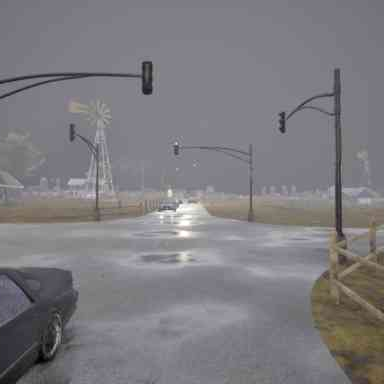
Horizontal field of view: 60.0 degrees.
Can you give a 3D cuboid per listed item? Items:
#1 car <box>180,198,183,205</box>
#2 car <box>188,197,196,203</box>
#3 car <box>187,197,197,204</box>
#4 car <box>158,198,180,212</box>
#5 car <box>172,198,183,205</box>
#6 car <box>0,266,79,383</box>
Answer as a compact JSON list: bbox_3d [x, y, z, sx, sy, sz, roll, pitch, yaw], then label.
[{"bbox_3d":[-2.860,1.635,49.959,2.128,1.511,4.902,0,0,0],"label":"car"},{"bbox_3d":[-0.008,1.856,79.123,1.812,1.442,4.674,0,0,0],"label":"car"},{"bbox_3d":[0.086,1.785,69.110,1.812,1.442,4.674,0,0,0],"label":"car"},{"bbox_3d":[-2.861,1.659,39.779,1.994,1.385,4.181,0,0,0],"label":"car"},{"bbox_3d":[-2.803,1.832,64.846,1.895,1.301,4.718,0,0,0],"label":"car"},{"bbox_3d":[-2.769,1.549,3.128,2.033,1.411,5.357,0,0,1],"label":"car"}]
